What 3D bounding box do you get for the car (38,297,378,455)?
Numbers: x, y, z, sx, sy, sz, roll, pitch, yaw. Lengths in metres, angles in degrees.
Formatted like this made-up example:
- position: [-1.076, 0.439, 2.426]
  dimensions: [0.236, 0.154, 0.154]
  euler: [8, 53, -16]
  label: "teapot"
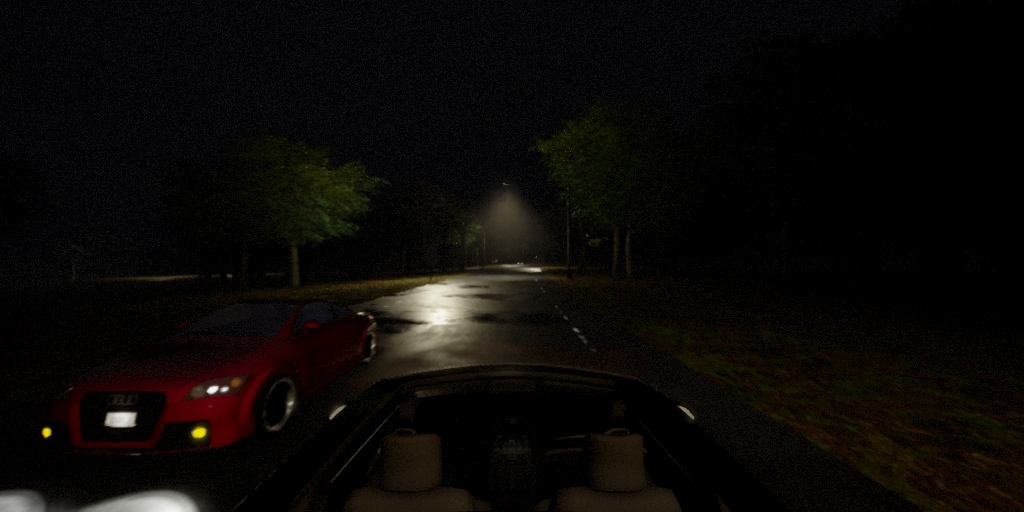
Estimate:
- position: [-3.586, 1.330, 5.286]
  dimensions: [1.994, 1.385, 4.181]
  euler: [0, 0, 0]
  label: "car"
